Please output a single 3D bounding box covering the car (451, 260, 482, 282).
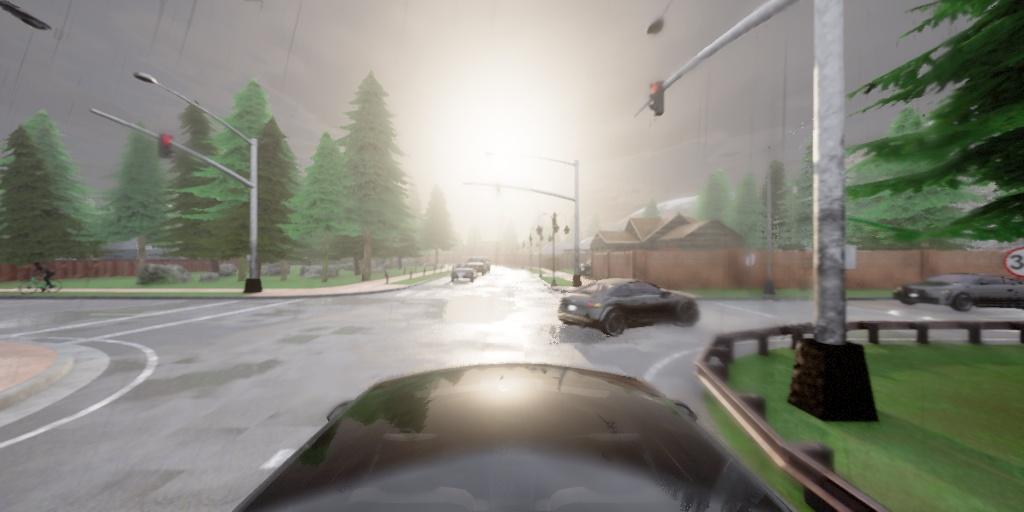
[{"bbox_3d":[-4.060,1.351,30.849,2.128,1.511,4.902,0,0,0],"label":"car"}]

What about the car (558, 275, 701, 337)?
[{"bbox_3d":[3.409,1.344,10.365,4.181,1.385,1.994,0,-1,-26],"label":"car"}]

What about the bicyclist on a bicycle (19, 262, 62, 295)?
[{"bbox_3d":[-23.962,1.115,18.247,0.582,1.620,1.656,0,0,1],"label":"bicyclist on a bicycle"}]

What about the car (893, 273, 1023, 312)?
[{"bbox_3d":[17.636,1.357,13.940,4.181,1.385,1.994,0,0,1],"label":"car"}]

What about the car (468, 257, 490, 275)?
[{"bbox_3d":[-4.134,1.132,41.458,2.150,2.045,5.566,0,0,0],"label":"car"}]
